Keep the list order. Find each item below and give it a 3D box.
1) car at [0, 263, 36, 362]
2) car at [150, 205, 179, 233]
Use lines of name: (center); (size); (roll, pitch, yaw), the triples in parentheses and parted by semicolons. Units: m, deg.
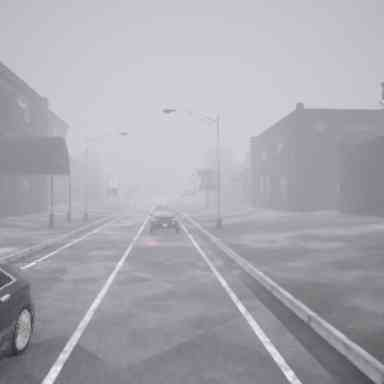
car: (-3.203, 1.587, 3.343); (1.837, 1.490, 4.892); (0, -1, -5)
car: (-1.848, 1.848, 22.338); (1.812, 1.442, 4.674); (0, -1, -5)
